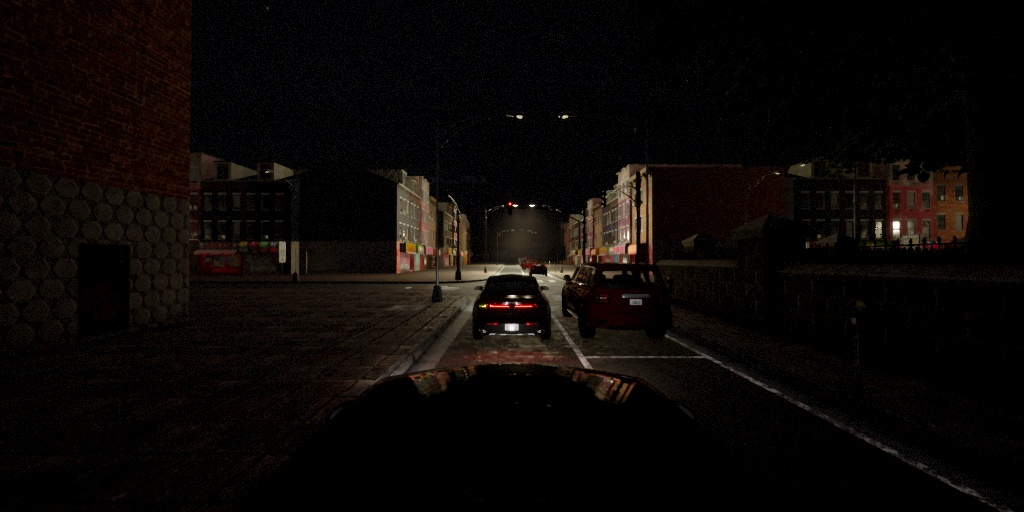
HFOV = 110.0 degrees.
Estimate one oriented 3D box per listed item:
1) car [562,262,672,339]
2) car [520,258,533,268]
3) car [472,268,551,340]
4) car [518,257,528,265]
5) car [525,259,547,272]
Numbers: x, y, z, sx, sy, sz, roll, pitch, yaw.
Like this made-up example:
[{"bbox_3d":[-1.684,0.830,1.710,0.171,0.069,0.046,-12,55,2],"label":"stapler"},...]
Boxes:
[{"bbox_3d":[2.629,1.068,10.036,2.192,1.841,5.009,0,0,0],"label":"car"},{"bbox_3d":[2.582,1.373,52.777,1.888,1.381,4.507,0,0,0],"label":"car"},{"bbox_3d":[-0.009,1.258,9.995,1.837,1.490,4.892,0,0,0],"label":"car"},{"bbox_3d":[2.576,1.158,58.214,2.192,1.841,5.009,0,0,0],"label":"car"},{"bbox_3d":[2.600,1.334,36.465,1.888,1.381,4.507,0,0,0],"label":"car"}]
